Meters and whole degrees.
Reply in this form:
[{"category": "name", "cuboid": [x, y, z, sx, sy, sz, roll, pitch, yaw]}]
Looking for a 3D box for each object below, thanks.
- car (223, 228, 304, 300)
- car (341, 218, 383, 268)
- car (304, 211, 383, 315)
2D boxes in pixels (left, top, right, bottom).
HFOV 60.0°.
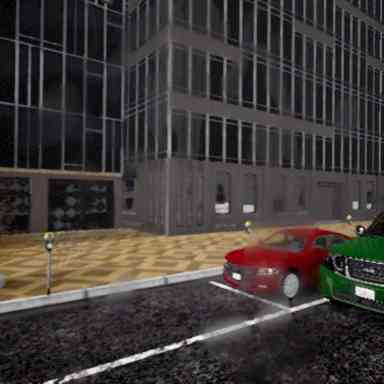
[{"category": "car", "cuboid": [2.813, 1.621, 8.567, 4.507, 1.381, 1.887, 1, 0, -36]}, {"category": "car", "cuboid": [7.446, 1.702, 11.874, 4.313, 1.339, 1.947, 1, 0, -36]}, {"category": "car", "cuboid": [5.044, 1.307, 6.980, 5.566, 2.045, 2.150, 1, 0, -36]}]
